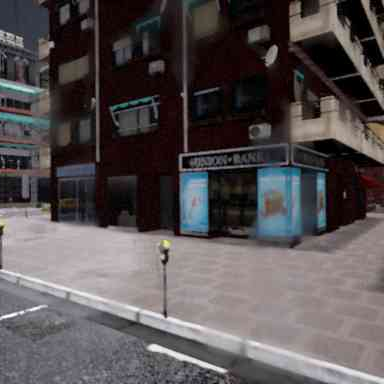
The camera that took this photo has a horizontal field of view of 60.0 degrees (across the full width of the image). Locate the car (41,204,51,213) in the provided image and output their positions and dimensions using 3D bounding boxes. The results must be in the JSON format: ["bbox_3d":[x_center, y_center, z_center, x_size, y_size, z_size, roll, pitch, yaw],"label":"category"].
[{"bbox_3d":[-10.429,1.175,28.681,1.752,1.417,4.829,0,0,36],"label":"car"}]
